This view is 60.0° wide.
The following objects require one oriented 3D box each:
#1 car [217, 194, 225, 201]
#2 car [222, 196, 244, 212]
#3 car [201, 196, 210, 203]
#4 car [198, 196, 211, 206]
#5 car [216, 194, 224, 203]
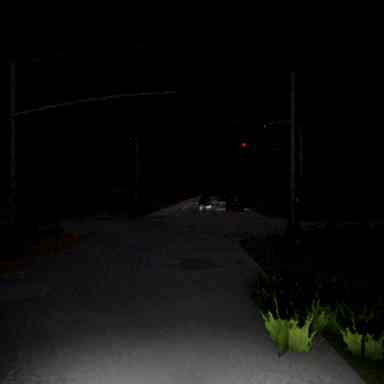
[{"bbox_3d":[6.804,1.323,78.885,1.837,1.490,4.892,0,0,3],"label":"car"},{"bbox_3d":[4.829,1.455,37.899,1.882,1.535,5.008,0,0,3],"label":"car"},{"bbox_3d":[2.856,1.507,69.668,1.812,1.442,4.674,0,0,3],"label":"car"},{"bbox_3d":[2.049,1.530,54.141,2.033,1.411,5.357,0,0,3],"label":"car"},{"bbox_3d":[6.324,1.577,68.923,1.895,1.301,4.718,0,0,3],"label":"car"}]
